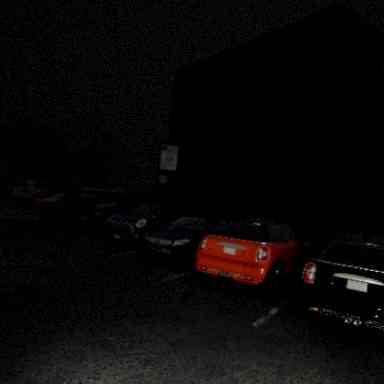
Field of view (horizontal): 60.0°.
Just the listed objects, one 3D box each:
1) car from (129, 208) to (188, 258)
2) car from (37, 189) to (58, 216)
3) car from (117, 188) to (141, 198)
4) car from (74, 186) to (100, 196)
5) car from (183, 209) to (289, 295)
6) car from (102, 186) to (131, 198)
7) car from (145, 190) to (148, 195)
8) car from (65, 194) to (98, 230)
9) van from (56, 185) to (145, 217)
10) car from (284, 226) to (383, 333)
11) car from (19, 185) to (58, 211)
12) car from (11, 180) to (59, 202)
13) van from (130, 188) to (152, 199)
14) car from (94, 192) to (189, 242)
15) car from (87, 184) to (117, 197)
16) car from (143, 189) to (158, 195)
[{"bbox_3d":[0.212,1.535,12.022,2.002,1.452,4.674,5,0,33],"label":"car"},{"bbox_3d":[-7.067,0.912,21.559,2.002,1.452,4.674,6,0,32],"label":"car"},{"bbox_3d":[-13.269,0.235,70.149,4.553,1.767,2.185,4,-1,31],"label":"car"},{"bbox_3d":[-20.306,-0.215,64.423,4.792,1.488,2.163,4,0,31],"label":"car"},{"bbox_3d":[2.022,1.524,9.612,2.185,1.767,4.553,5,-1,33],"label":"car"},{"bbox_3d":[-15.547,-0.088,68.222,5.566,2.045,2.435,4,-1,31],"label":"car"},{"bbox_3d":[-9.771,0.680,51.177,4.792,1.488,2.163,6,1,31],"label":"car"},{"bbox_3d":[-3.432,1.182,16.790,2.097,1.535,5.008,5,-1,33],"label":"car"},{"bbox_3d":[-5.166,0.809,19.278,1.878,1.987,4.442,5,-1,32],"label":"van"},{"bbox_3d":[3.837,1.681,7.227,2.185,1.767,4.553,5,-1,33],"label":"car"},{"bbox_3d":[-8.992,0.702,23.781,1.946,1.575,5.366,5,0,32],"label":"car"},{"bbox_3d":[-12.520,0.154,28.728,2.435,2.045,5.566,5,-1,32],"label":"car"},{"bbox_3d":[-10.998,0.331,72.085,4.442,1.987,1.878,4,0,31],"label":"van"},{"bbox_3d":[-1.569,1.216,14.431,2.185,1.767,4.553,5,0,32],"label":"car"},{"bbox_3d":[-17.943,-0.293,66.329,5.566,2.045,2.435,4,0,31],"label":"car"},{"bbox_3d":[-7.452,0.598,53.046,5.566,2.045,2.435,6,1,31],"label":"car"}]
